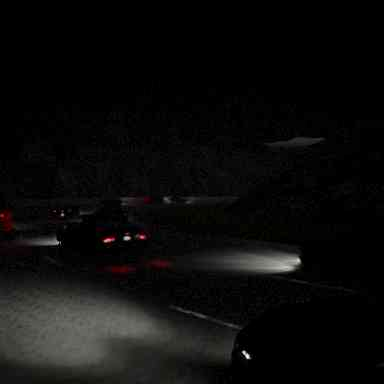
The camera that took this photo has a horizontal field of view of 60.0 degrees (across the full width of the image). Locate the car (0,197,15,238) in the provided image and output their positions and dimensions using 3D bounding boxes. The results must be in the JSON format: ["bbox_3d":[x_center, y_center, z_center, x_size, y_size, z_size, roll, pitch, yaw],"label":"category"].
[{"bbox_3d":[-10.787,1.302,17.717,2.150,2.045,5.566,0,0,-28],"label":"car"}]

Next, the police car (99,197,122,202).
[{"bbox_3d":[-15.241,1.708,62.857,1.930,1.638,5.238,0,0,27],"label":"police car"}]

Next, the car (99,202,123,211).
[{"bbox_3d":[-5.931,1.672,23.970,1.994,1.385,4.181,0,0,-24],"label":"car"}]

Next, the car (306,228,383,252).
[{"bbox_3d":[5.679,1.587,8.648,5.357,1.411,2.033,0,0,38],"label":"car"}]

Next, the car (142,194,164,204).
[{"bbox_3d":[-8.543,1.552,73.025,2.150,2.045,5.566,0,0,40],"label":"car"}]

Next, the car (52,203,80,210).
[{"bbox_3d":[-11.941,1.744,31.806,1.895,1.301,4.718,0,0,-10],"label":"car"}]

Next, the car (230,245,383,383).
[{"bbox_3d":[2.621,1.504,2.421,4.902,1.511,2.128,0,0,35],"label":"car"}]

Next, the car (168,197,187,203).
[{"bbox_3d":[-3.451,1.857,78.300,4.892,1.490,1.837,0,0,-42],"label":"car"}]

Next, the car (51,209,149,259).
[{"bbox_3d":[-3.706,1.607,13.071,2.033,1.411,5.357,0,0,-38],"label":"car"}]
